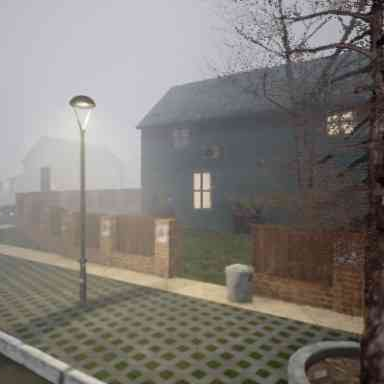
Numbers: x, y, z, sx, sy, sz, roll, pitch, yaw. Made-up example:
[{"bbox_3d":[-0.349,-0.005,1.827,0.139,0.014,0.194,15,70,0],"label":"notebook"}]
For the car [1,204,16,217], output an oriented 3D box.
[{"bbox_3d":[-10.108,1.010,22.564,1.895,1.301,4.718,-1,1,30],"label":"car"}]
